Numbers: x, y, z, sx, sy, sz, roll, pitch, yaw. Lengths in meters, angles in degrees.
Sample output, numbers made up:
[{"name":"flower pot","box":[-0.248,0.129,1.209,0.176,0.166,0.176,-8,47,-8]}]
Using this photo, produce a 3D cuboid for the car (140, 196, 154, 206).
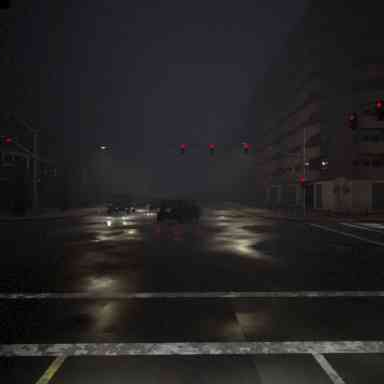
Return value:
[{"name":"car","box":[-7.447,1.505,55.388,1.837,1.490,4.892,0,0,0]}]

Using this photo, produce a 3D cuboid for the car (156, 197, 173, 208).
[{"name":"car","box":[-3.902,1.491,48.115,2.128,1.511,4.902,0,0,0]}]

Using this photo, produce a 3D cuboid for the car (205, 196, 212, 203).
[{"name":"car","box":[3.046,1.564,68.447,1.994,1.385,4.181,0,0,0]}]

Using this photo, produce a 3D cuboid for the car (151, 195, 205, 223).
[{"name":"car","box":[-0.937,1.354,25.714,2.097,1.767,4.553,0,0,22]}]

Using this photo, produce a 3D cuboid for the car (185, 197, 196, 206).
[{"name":"car","box":[-0.257,1.525,54.163,1.812,1.442,4.674,0,0,0]}]

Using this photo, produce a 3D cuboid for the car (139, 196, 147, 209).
[{"name":"car","box":[-7.386,1.477,45.076,1.882,1.535,5.008,0,0,0]}]

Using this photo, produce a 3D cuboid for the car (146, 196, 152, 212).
[{"name":"car","box":[-3.839,1.478,38.627,1.882,1.535,5.008,0,0,0]}]

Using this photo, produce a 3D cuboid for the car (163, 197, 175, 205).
[{"name":"car","box":[-3.961,1.564,58.130,1.994,1.385,4.181,0,0,-1]}]

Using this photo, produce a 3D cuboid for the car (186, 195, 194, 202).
[{"name":"car","box":[-0.524,1.524,78.739,1.812,1.442,4.674,0,0,-1]}]

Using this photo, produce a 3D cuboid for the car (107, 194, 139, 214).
[{"name":"car","box":[-7.317,1.221,35.073,2.150,2.045,5.566,0,0,0]}]

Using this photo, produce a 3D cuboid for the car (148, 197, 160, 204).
[{"name":"car","box":[-7.469,1.601,65.683,1.895,1.301,4.718,0,0,0]}]

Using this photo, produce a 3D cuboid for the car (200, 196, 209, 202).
[{"name":"car","box":[2.979,1.591,78.391,1.895,1.301,4.718,0,0,0]}]
